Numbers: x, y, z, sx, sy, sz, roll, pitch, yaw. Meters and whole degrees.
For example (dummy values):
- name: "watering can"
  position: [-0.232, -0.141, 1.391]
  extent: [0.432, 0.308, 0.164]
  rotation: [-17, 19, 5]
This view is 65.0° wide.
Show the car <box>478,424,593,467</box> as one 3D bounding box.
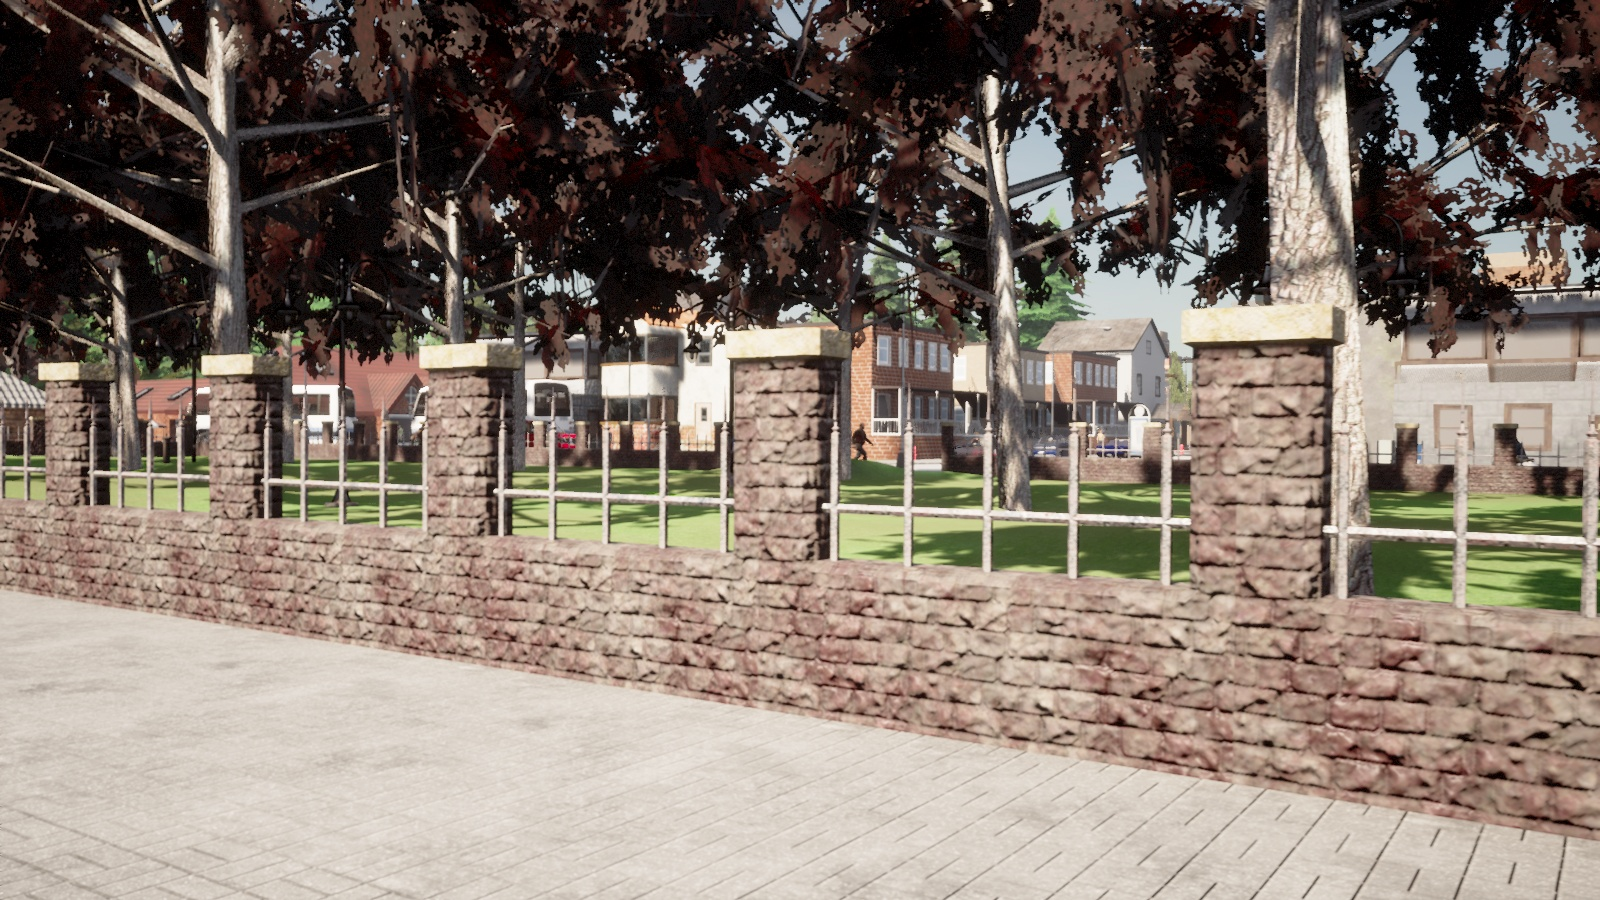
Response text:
- name: "car"
  position: [-13.154, -0.231, 62.455]
  extent: [5.566, 2.045, 2.150]
  rotation: [0, 1, 30]

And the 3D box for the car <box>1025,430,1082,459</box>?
- name: "car"
  position: [13.917, -0.324, 68.754]
  extent: [1.789, 1.549, 3.705]
  rotation: [0, 1, 34]

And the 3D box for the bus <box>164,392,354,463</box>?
- name: "bus"
  position: [-34.050, -1.336, 79.314]
  extent: [10.273, 4.253, 3.944]
  rotation: [-1, -1, 2]

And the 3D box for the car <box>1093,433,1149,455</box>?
- name: "car"
  position: [19.892, -0.379, 77.710]
  extent: [1.895, 1.301, 4.718]
  rotation: [0, 1, 34]

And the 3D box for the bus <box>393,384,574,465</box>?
- name: "bus"
  position: [-17.844, -1.384, 70.499]
  extent: [10.273, 4.253, 3.944]
  rotation: [0, 1, 34]

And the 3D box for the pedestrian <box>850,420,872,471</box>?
- name: "pedestrian"
  position: [2.228, -0.179, 45.900]
  extent: [0.720, 1.854, 0.376]
  rotation: [0, 1, 34]

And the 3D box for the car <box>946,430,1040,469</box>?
- name: "car"
  position: [7.640, -0.030, 49.959]
  extent: [1.970, 1.475, 3.806]
  rotation: [-1, 1, -23]
